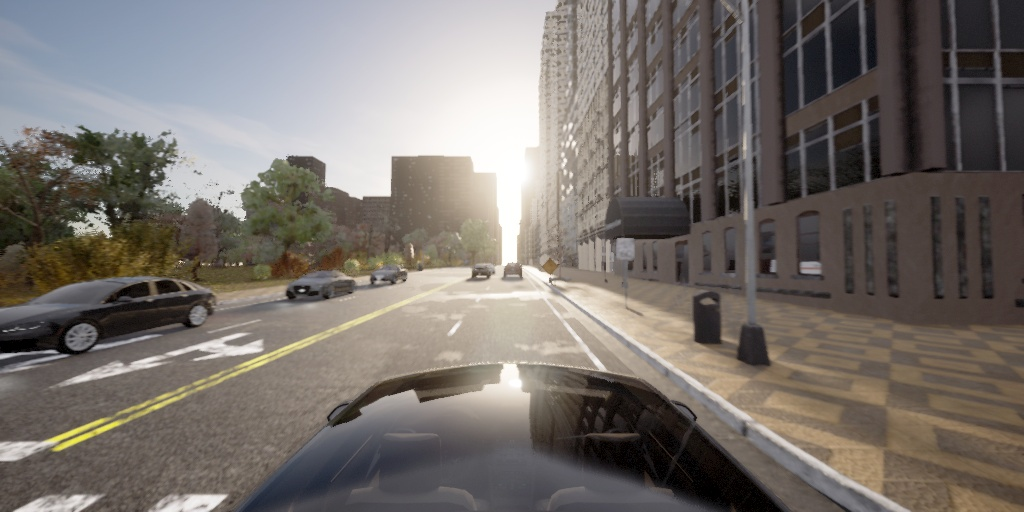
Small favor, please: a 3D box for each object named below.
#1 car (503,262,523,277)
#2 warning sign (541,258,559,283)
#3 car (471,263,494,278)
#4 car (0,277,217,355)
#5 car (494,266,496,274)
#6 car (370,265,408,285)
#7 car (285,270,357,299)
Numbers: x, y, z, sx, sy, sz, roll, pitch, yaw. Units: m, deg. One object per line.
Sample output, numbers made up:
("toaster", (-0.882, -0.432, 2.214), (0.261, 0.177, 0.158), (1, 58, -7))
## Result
("car", (0.097, 1.433, 40.203), (2.097, 1.767, 4.553), (0, -1, 0))
("warning sign", (2.851, 1.060, 26.605), (1.300, 1.860, 1.060), (0, 0, 0))
("car", (-3.248, 1.567, 38.497), (1.837, 1.490, 4.892), (0, -1, 0))
("car", (-9.861, 1.304, 8.897), (1.837, 1.490, 4.892), (0, 0, -2))
("car", (-3.242, 1.706, 49.152), (1.812, 1.442, 4.674), (0, 0, 0))
("car", (-9.841, 1.459, 29.019), (2.128, 1.511, 4.902), (0, -1, 0))
("car", (-9.845, 1.440, 18.794), (1.994, 1.385, 4.181), (0, 0, 0))
